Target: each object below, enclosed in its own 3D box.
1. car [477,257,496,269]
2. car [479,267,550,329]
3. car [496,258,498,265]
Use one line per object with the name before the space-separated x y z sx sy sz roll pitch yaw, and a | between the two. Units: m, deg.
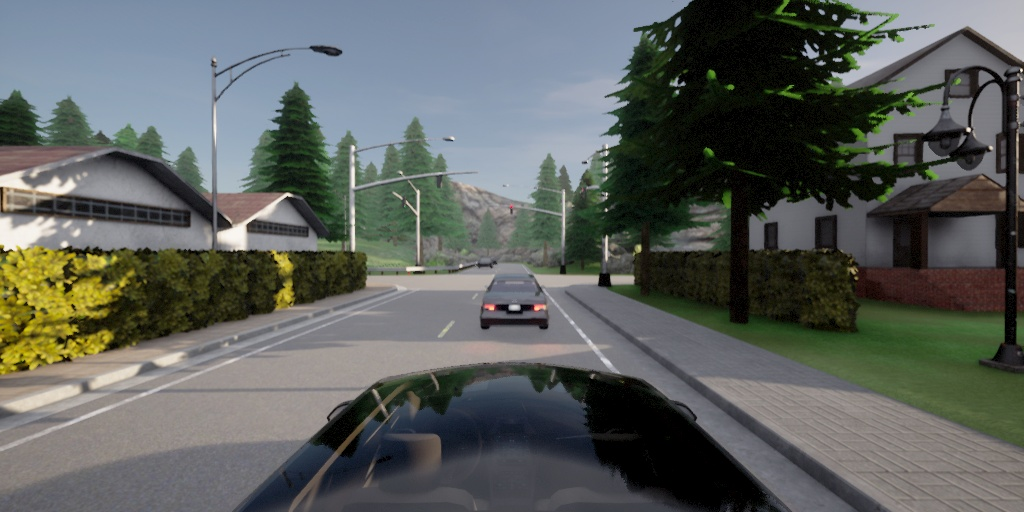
car | -3.554 0.928 48.356 1.882 1.535 5.008 0 0 0
car | 0.075 1.238 10.917 2.033 1.411 5.357 0 0 0
car | -3.483 0.953 63.767 1.895 1.301 4.718 0 0 -3
